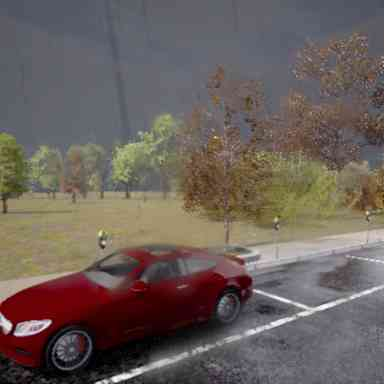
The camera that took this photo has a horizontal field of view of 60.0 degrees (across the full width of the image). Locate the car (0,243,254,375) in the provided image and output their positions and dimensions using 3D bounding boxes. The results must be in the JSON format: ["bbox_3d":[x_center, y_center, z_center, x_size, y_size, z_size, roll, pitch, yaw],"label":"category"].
[{"bbox_3d":[-0.791,1.576,5.523,4.206,1.307,1.802,0,1,-35],"label":"car"}]
